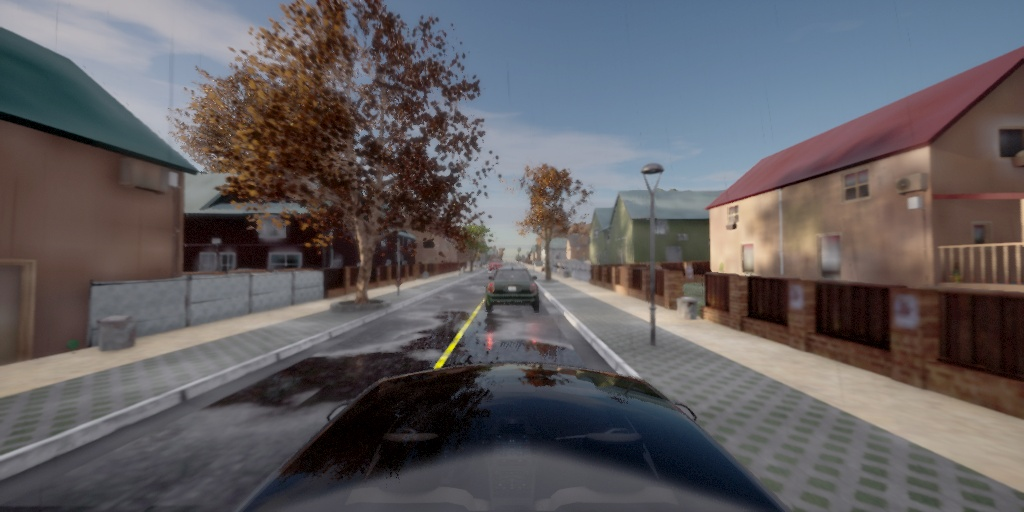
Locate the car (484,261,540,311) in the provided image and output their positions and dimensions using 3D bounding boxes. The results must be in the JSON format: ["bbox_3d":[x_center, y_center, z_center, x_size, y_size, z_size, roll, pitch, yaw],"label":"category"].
[{"bbox_3d":[0.023,1.244,15.305,2.097,1.767,4.553,0,-1,0],"label":"car"}]

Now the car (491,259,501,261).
[{"bbox_3d":[-2.787,1.584,61.334,2.150,2.045,5.566,0,0,1],"label":"car"}]
